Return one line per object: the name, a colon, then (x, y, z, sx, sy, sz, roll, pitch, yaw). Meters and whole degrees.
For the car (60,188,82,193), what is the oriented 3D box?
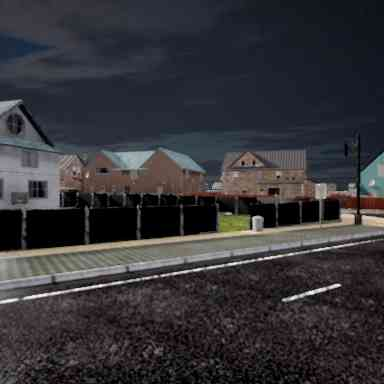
car: (-14.188, 0.520, 38.589, 5.566, 2.045, 2.150, 1, 0, 20)

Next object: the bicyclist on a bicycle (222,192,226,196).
bicyclist on a bicycle: (3.690, 0.883, 38.607, 0.582, 1.620, 1.656, 1, 1, 19)
